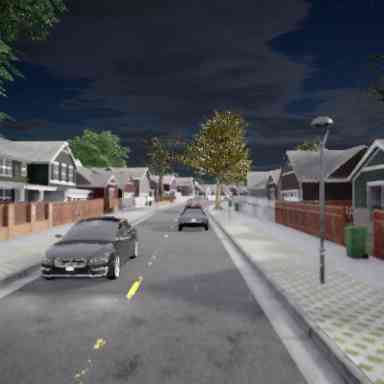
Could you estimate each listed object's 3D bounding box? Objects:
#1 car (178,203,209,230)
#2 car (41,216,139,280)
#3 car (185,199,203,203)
[{"bbox_3d":[0.099,1.690,22.214,1.994,1.385,4.181,0,0,0],"label":"car"},{"bbox_3d":[-2.833,1.563,10.186,1.837,1.490,4.892,0,-1,0],"label":"car"},{"bbox_3d":[0.245,1.587,41.285,2.097,1.767,4.553,0,0,1],"label":"car"}]
